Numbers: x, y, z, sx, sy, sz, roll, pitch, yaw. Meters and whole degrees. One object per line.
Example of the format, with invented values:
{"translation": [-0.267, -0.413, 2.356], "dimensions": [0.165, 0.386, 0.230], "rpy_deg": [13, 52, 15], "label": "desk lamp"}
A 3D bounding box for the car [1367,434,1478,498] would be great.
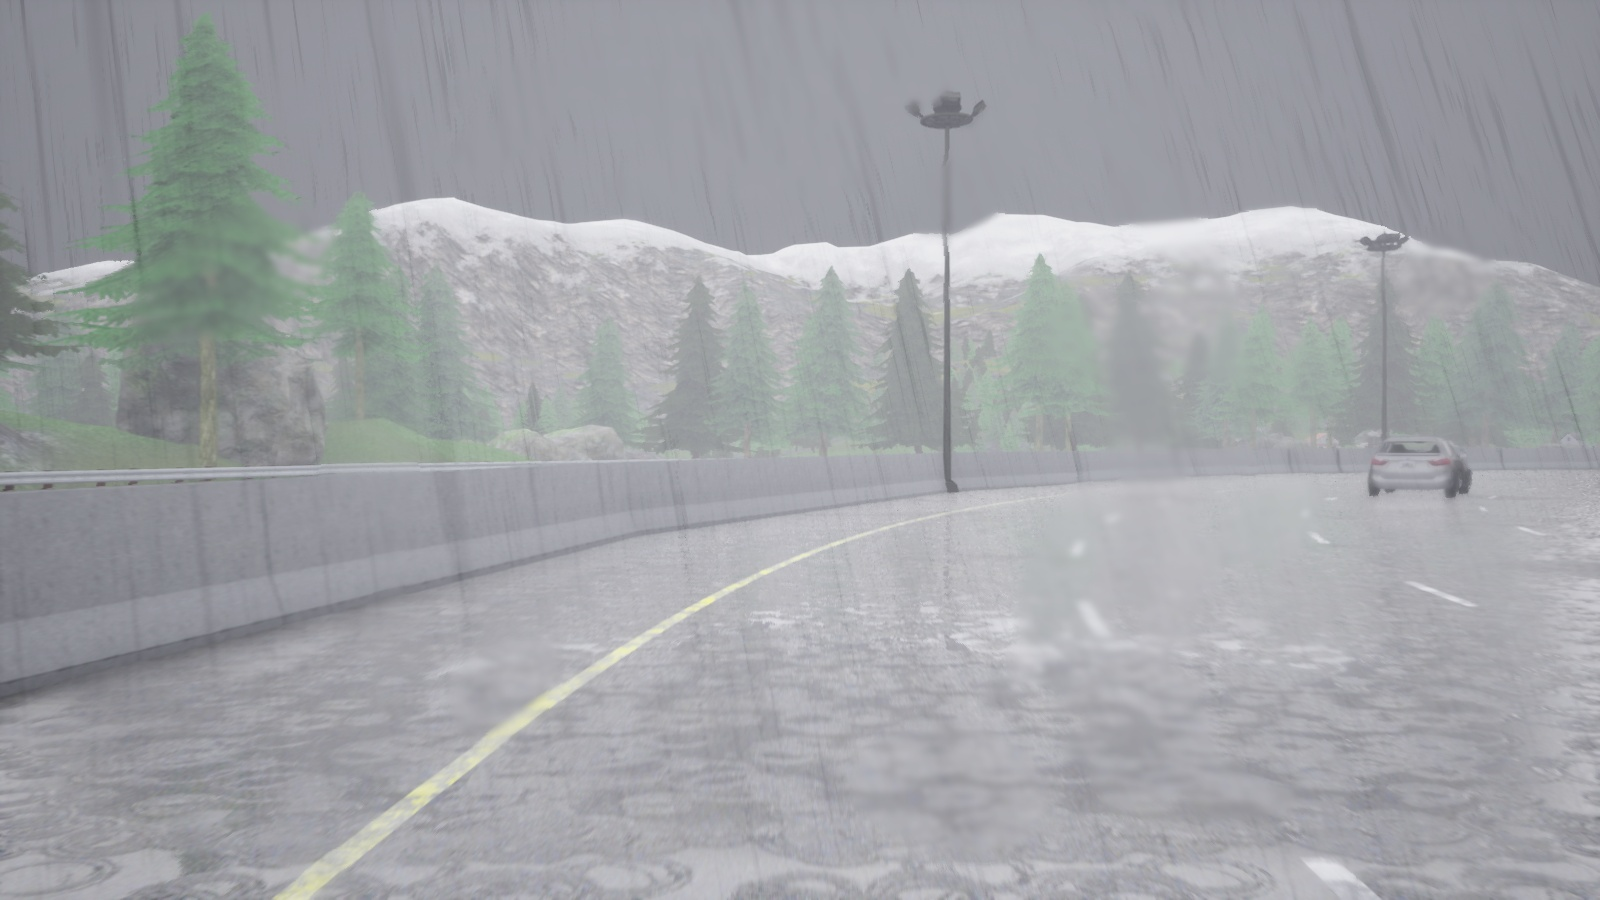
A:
{"translation": [17.470, 0.412, 35.137], "dimensions": [2.242, 1.667, 4.611], "rpy_deg": [0, 0, 33], "label": "car"}
